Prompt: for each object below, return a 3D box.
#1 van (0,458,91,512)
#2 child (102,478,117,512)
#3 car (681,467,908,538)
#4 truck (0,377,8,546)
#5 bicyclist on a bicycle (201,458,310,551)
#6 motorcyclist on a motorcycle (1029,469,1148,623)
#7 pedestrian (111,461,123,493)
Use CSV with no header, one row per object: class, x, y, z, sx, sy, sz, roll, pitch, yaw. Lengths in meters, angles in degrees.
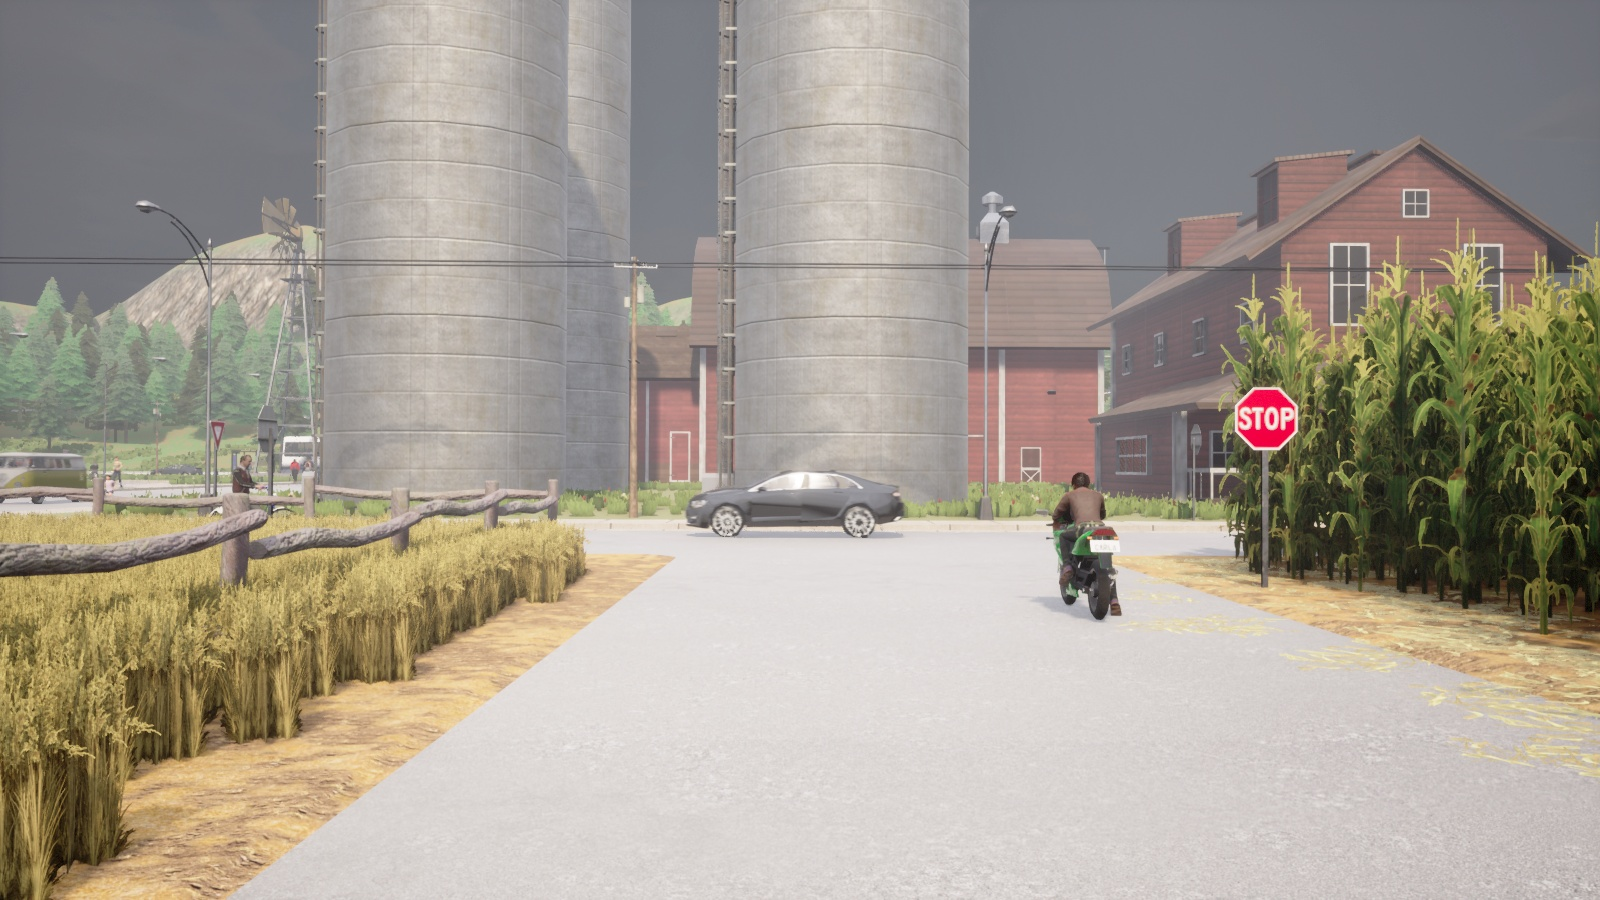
van,-29.636,1.319,48.771,1.775,1.987,4.442,0,-1,-1
child,-22.639,1.478,41.168,0.255,1.110,0.394,0,-1,3
car,-0.125,1.144,28.145,4.902,1.511,2.128,0,-1,0
truck,-20.380,0.241,24.555,7.936,3.462,2.891,0,-1,0
bicyclist on a bicycle,-10.658,1.056,24.603,1.843,1.776,0.659,0,-1,0
motorcyclist on a motorcycle,3.064,0.973,13.560,0.797,1.523,2.044,0,-1,0
pedestrian,-39.175,1.554,72.023,0.345,1.836,0.594,0,-1,-3
